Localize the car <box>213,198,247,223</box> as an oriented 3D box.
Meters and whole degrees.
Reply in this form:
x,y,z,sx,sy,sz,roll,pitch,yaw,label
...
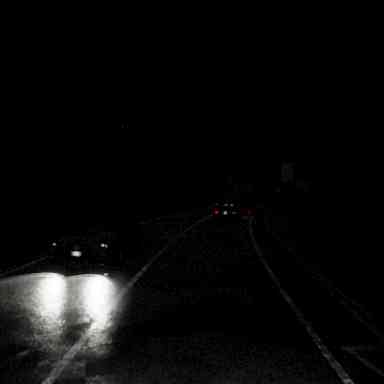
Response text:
x,y,z,sx,sy,sz,roll,pitch,yaw,label
2.659,1.395,24.136,2.033,1.411,5.357,1,1,11,car

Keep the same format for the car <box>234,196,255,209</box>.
x,y,z,sx,sy,sz,roll,pitch,yaw,label
6.718,1.240,41.184,1.882,1.535,5.008,1,1,14,car

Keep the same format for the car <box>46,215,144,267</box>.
x,y,z,sx,sy,sz,roll,pitch,yaw,label
-2.927,1.457,10.941,1.994,1.385,4.181,1,1,6,car

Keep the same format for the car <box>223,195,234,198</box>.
x,y,z,sx,sy,sz,roll,pitch,yaw,label
5.996,1.142,53.533,1.812,1.442,4.674,1,0,14,car
